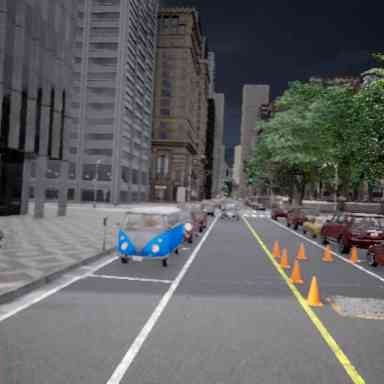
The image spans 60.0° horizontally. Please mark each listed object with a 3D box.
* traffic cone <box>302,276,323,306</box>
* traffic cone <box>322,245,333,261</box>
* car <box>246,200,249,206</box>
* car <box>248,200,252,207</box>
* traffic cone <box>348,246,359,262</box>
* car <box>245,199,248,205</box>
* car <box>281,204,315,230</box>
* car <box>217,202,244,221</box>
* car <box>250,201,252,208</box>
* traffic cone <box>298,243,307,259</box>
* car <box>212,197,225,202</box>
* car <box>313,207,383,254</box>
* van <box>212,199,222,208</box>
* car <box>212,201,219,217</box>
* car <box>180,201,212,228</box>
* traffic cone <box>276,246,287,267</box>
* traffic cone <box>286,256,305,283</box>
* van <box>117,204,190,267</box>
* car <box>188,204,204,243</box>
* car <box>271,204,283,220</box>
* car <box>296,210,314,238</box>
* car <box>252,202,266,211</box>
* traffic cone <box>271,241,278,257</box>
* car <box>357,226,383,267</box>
[{"bbox_3d":[2.715,2.180,7.406,0.340,0.580,0.340,3,-1,6],"label":"traffic cone"},{"bbox_3d":[5.370,2.381,13.143,0.340,0.580,0.340,3,-1,6],"label":"traffic cone"},{"bbox_3d":[15.598,3.297,85.804,1.802,1.307,4.206,3,-1,6],"label":"car"},{"bbox_3d":[14.395,2.990,75.034,1.967,1.590,4.097,3,-1,6],"label":"car"},{"bbox_3d":[6.362,2.429,13.031,0.340,0.580,0.340,3,-1,6],"label":"traffic cone"},{"bbox_3d":[16.206,3.341,91.190,1.887,1.381,4.507,3,-1,6],"label":"car"},{"bbox_3d":[9.001,2.085,26.971,2.192,1.841,5.009,3,-1,6],"label":"car"},{"bbox_3d":[4.009,2.104,34.762,2.128,1.511,4.902,3,-1,7],"label":"car"},{"bbox_3d":[13.782,3.048,69.646,1.802,1.307,4.206,3,-1,6],"label":"car"},{"bbox_3d":[4.377,2.333,13.256,0.340,0.580,0.340,3,-1,6],"label":"traffic cone"},{"bbox_3d":[4.732,2.286,65.240,2.192,1.841,5.009,3,-1,6],"label":"car"},{"bbox_3d":[7.777,1.895,16.068,2.192,1.841,5.009,3,-1,6],"label":"car"},{"bbox_3d":[5.336,2.397,70.625,1.690,1.788,3.998,3,-1,6],"label":"van"},{"bbox_3d":[1.754,2.111,38.847,1.947,1.339,4.313,3,-1,6],"label":"car"},{"bbox_3d":[-0.071,1.580,22.491,2.192,1.841,5.009,3,-1,6],"label":"car"},{"bbox_3d":[3.162,2.250,11.381,0.340,0.580,0.340,3,-1,6],"label":"traffic cone"},{"bbox_3d":[2.938,2.215,9.394,0.340,0.580,0.340,3,-1,6],"label":"traffic cone"},{"bbox_3d":[-1.296,1.415,11.586,1.690,1.788,3.998,3,-1,6],"label":"van"},{"bbox_3d":[-0.689,1.609,17.037,1.967,1.590,4.097,3,-1,6],"label":"car"},{"bbox_3d":[10.226,2.270,37.875,2.192,1.841,5.009,3,-1,6],"label":"car"},{"bbox_3d":[8.397,2.203,21.686,1.752,1.417,4.829,3,-1,6],"label":"car"},{"bbox_3d":[13.178,2.947,64.261,1.947,1.339,4.313,3,-1,6],"label":"car"},{"bbox_3d":[3.385,2.285,13.368,0.340,0.580,0.340,3,-1,6],"label":"traffic cone"},{"bbox_3d":[7.152,2.066,10.613,1.802,1.307,4.206,3,-1,6],"label":"car"}]
